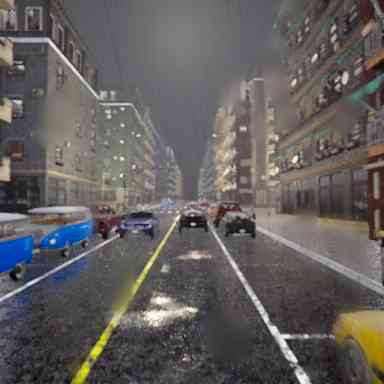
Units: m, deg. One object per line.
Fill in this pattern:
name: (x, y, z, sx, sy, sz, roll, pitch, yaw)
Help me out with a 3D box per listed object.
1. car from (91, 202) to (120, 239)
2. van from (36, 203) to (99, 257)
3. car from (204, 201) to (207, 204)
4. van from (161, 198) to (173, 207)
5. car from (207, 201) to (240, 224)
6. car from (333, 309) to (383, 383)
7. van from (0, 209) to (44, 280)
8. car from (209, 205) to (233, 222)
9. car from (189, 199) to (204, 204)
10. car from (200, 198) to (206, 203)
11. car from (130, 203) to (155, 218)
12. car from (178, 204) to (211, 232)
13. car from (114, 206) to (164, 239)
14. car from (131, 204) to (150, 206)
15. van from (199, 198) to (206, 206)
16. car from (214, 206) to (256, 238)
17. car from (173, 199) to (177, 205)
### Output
car: (-5.307, 1.531, 19.082, 2.192, 1.841, 5.009, 2, -1, 0)
van: (-5.301, 1.493, 13.417, 1.690, 1.788, 3.998, 2, -1, 0)
car: (2.547, 1.942, 36.246, 1.752, 1.417, 4.829, 2, -1, 0)
van: (-5.364, 2.180, 68.645, 1.690, 1.788, 3.998, 2, -1, 0)
car: (2.566, 1.595, 24.750, 2.192, 1.841, 5.009, 2, -1, 0)
car: (2.585, 1.552, 2.260, 1.752, 1.417, 4.829, 2, -1, 0)
van: (-5.295, 1.430, 7.752, 1.690, 1.788, 3.998, 2, -1, 0)
car: (2.552, 1.928, 30.411, 1.802, 1.307, 4.206, 2, -1, 0)
car: (0.060, 1.874, 36.278, 1.801, 1.575, 5.366, 0, -1, 0)
car: (2.509, 2.382, 68.556, 1.887, 1.381, 4.507, 1, -1, 0)
car: (-5.334, 1.965, 36.072, 2.008, 1.369, 4.403, 2, -1, 0)
car: (0.075, 1.775, 22.050, 1.812, 1.442, 4.674, 0, -1, 0)
car: (-2.838, 1.739, 18.923, 1.812, 1.442, 4.674, 0, -1, 0)
car: (-5.328, 1.912, 30.408, 1.947, 1.339, 4.313, 2, -1, 0)
van: (2.501, 2.332, 79.631, 1.690, 1.788, 3.998, 1, -1, 0)
car: (2.565, 1.766, 19.083, 2.008, 1.369, 4.403, 2, -1, 0)
car: (-5.390, 2.623, 85.244, 2.008, 1.369, 4.403, 2, -1, 0)
